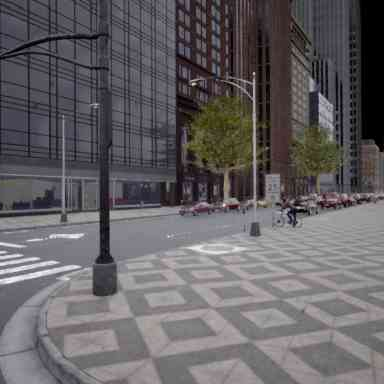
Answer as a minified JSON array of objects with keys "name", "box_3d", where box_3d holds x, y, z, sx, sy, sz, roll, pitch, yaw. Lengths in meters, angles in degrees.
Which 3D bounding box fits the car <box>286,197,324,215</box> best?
[{"name":"car","box_3d":[10.706,1.424,31.504,1.947,1.339,4.313,0,0,35]}]

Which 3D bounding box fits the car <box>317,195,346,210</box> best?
[{"name":"car","box_3d":[17.097,1.377,40.796,1.887,1.381,4.507,0,0,35]}]

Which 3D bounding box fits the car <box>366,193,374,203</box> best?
[{"name":"car","box_3d":[33.077,1.100,64.024,2.192,1.841,5.009,0,0,35]}]

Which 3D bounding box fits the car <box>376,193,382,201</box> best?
[{"name":"car","box_3d":[42.665,1.359,77.959,1.802,1.307,4.206,-1,0,35]}]

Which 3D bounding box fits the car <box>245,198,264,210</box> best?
[{"name":"car","box_3d":[6.882,1.495,40.986,1.802,1.307,4.206,0,0,35]}]

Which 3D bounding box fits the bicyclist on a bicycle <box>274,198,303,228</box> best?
[{"name":"bicyclist on a bicycle","box_3d":[5.277,1.177,18.388,1.656,1.620,0.582,-1,0,35]}]

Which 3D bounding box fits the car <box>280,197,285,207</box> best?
[{"name":"car","box_3d":[13.274,1.456,50.279,1.947,1.339,4.313,0,0,35]}]

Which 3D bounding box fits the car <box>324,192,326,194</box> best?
[{"name":"car","box_3d":[22.214,1.052,52.768,2.150,2.045,5.566,-1,0,35]}]

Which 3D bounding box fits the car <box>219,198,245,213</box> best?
[{"name":"car","box_3d":[3.684,1.367,36.340,1.967,1.590,4.097,0,0,35]}]

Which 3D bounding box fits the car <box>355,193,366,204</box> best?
[{"name":"car","box_3d":[26.684,1.118,54.733,2.192,1.841,5.009,0,0,35]}]

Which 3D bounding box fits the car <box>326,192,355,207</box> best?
[{"name":"car","box_3d":[20.293,1.137,45.442,2.192,1.841,5.009,0,0,35]}]

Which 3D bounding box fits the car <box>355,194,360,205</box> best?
[{"name":"car","box_3d":[23.490,1.378,50.086,1.947,1.339,4.313,0,0,35]}]

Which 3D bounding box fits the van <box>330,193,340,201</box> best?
[{"name":"van","box_3d":[35.647,1.186,82.803,1.690,1.788,3.998,-1,0,35]}]

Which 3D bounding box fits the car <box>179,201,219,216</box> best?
[{"name":"car","box_3d":[0.489,1.524,31.694,1.802,1.307,4.206,0,0,35]}]

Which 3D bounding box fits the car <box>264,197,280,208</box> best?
[{"name":"car","box_3d":[9.981,1.426,45.492,1.752,1.417,4.829,0,0,35]}]

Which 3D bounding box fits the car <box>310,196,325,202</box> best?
[{"name":"car","box_3d":[26.061,1.419,68.864,1.947,1.339,4.313,0,0,35]}]

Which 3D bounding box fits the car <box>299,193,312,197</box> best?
[{"name":"car","box_3d":[19.667,1.416,59.571,1.887,1.381,4.507,0,0,35]}]

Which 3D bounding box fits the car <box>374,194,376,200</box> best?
[{"name":"car","box_3d":[36.370,1.303,68.809,1.752,1.417,4.829,-1,0,35]}]

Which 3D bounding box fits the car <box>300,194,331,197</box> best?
[{"name":"car","box_3d":[16.527,1.340,44.502,2.128,1.511,4.902,-1,0,35]}]
